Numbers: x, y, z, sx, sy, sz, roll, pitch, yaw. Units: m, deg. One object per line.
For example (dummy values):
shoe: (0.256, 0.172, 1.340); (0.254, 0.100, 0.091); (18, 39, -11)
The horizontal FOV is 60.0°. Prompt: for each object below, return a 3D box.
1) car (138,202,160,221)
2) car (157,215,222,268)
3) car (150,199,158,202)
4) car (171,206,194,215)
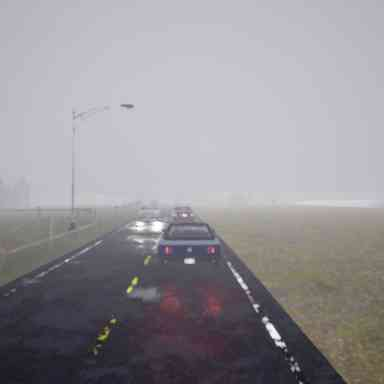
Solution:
car: (-3.950, 1.914, 31.211); (1.895, 1.301, 4.718); (0, -1, -4)
car: (-0.115, 1.714, 11.761); (1.895, 1.301, 4.718); (0, -1, -1)
car: (-8.155, 2.260, 71.667); (1.837, 1.490, 4.892); (0, -1, -8)
car: (-0.773, 1.825, 27.630); (2.033, 1.411, 5.357); (0, -1, -3)
